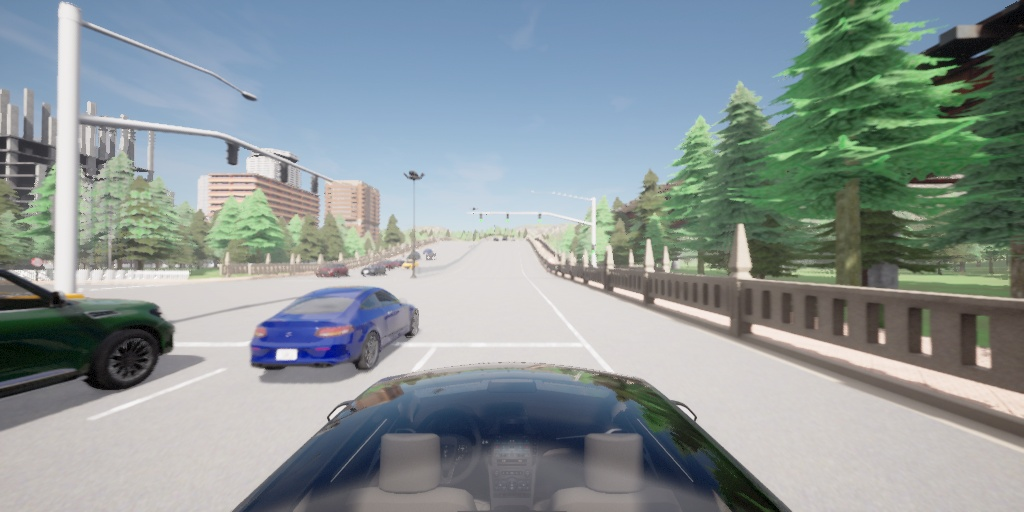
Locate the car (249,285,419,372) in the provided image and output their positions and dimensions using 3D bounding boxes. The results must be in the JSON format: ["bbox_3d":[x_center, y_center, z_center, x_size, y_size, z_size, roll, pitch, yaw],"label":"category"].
[{"bbox_3d":[-3.409,1.356,7.743,1.812,1.442,4.674,0,-1,0],"label":"car"}]

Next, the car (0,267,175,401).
[{"bbox_3d":[-6.919,0.999,3.782,2.150,2.045,5.566,0,-1,0],"label":"car"}]

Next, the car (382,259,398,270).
[{"bbox_3d":[-21.017,1.499,59.036,2.097,1.767,4.553,0,2,1],"label":"car"}]

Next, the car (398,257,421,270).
[{"bbox_3d":[-17.492,1.478,62.054,1.882,1.535,5.008,0,4,1],"label":"car"}]

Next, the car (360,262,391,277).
[{"bbox_3d":[-17.588,1.815,45.618,2.128,1.511,4.902,0,-1,0],"label":"car"}]

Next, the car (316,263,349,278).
[{"bbox_3d":[-21.001,1.636,42.089,2.097,1.767,4.553,0,-1,0],"label":"car"}]
